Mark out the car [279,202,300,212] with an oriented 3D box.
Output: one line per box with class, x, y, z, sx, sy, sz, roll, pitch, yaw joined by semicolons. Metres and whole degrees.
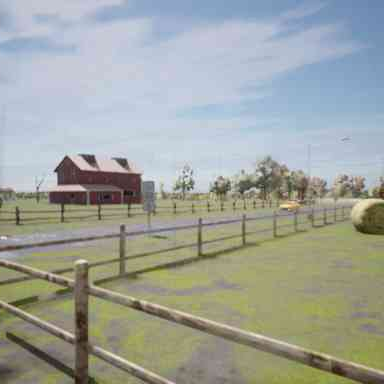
car;14.565;2.187;49.531;1.882;1.535;5.008;-1;-1;36
